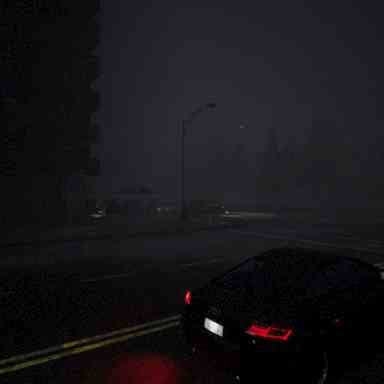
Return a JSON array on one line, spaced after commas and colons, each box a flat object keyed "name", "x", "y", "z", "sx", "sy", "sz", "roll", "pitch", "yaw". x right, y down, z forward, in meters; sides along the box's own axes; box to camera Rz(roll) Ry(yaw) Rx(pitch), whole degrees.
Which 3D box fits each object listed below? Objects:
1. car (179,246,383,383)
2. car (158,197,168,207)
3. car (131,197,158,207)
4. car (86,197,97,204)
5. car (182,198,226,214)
[{"name": "car", "x": 1.890, "y": 1.564, "z": 5.098, "sx": 4.181, "sy": 1.385, "sz": 1.994, "roll": 0, "pitch": 0, "yaw": -35}, {"name": "car", "x": -5.575, "y": 1.448, "z": 48.619, "sx": 1.837, "sy": 1.490, "sz": 4.892, "roll": 0, "pitch": 0, "yaw": -44}, {"name": "car", "x": -7.051, "y": 1.470, "z": 45.172, "sx": 1.812, "sy": 1.442, "sz": 4.674, "roll": 0, "pitch": 0, "yaw": -41}, {"name": "car", "x": -18.606, "y": 1.422, "z": 56.550, "sx": 5.008, "sy": 1.535, "sz": 1.882, "roll": 0, "pitch": 0, "yaw": 16}, {"name": "car", "x": 0.903, "y": 1.422, "z": 34.536, "sx": 1.882, "sy": 1.535, "sz": 5.008, "roll": 0, "pitch": 0, "yaw": -36}]
